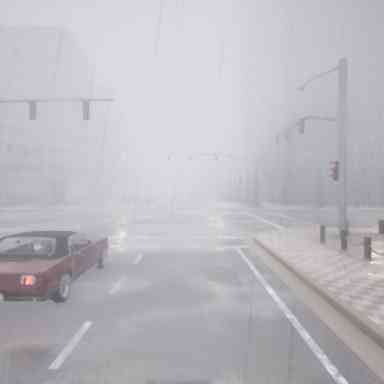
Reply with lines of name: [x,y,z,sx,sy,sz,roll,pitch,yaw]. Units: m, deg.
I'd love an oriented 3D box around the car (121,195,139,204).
car: [-10.524,1.172,55.848,1.882,1.535,5.008,0,0,1]

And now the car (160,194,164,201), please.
car: [-6.967,1.166,70.782,1.994,1.385,4.181,0,0,0]

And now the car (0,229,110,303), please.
car: [-3.420,1.556,8.030,1.895,1.301,4.718,0,0,0]

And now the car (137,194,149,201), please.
car: [-10.467,1.113,70.992,1.837,1.490,4.892,0,0,0]

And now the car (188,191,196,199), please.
car: [0.040,0.732,86.088,2.150,2.045,5.566,0,0,0]

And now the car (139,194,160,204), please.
car: [-7.024,1.243,55.662,2.033,1.411,5.357,0,0,1]

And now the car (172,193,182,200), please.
car: [-3.464,1.075,76.561,1.837,1.490,4.892,0,0,0]

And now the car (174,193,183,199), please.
car: [-3.460,1.026,85.888,2.128,1.511,4.902,0,0,0]

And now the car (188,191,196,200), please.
car: [0.035,1.117,75.990,2.033,1.411,5.357,0,0,0]
